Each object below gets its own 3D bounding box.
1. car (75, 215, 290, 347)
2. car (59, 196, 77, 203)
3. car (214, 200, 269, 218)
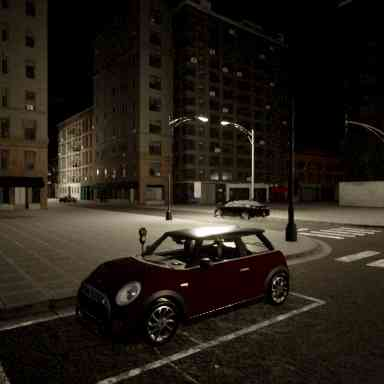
[{"bbox_3d":[-0.029,1.440,6.285,4.097,1.590,1.967,0,0,-38],"label":"car"},{"bbox_3d":[-22.166,1.274,59.258,1.895,1.301,4.718,0,0,-39],"label":"car"},{"bbox_3d":[3.781,1.397,26.079,2.128,1.511,4.902,0,0,-38],"label":"car"}]
